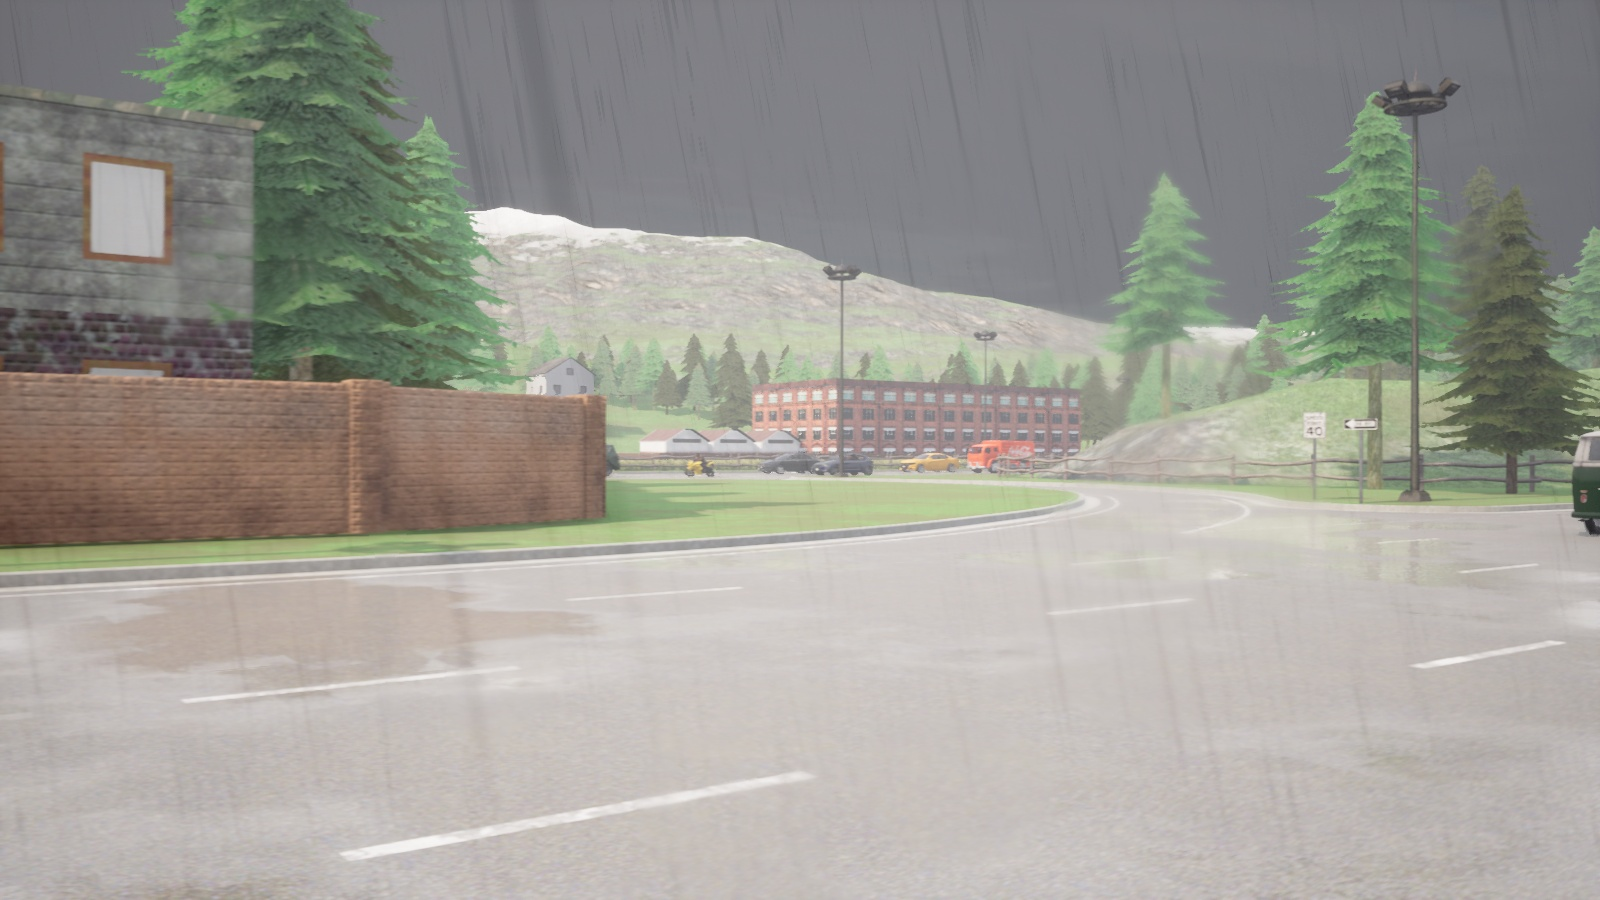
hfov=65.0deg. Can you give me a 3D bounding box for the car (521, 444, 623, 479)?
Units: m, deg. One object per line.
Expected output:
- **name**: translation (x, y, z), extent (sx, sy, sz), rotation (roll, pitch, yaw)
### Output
- **car**: translation (-13.551, 0.676, 74.823), extent (5.566, 2.045, 2.150), rotation (0, 0, -35)

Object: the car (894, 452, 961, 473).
- **car**: translation (9.680, 0.935, 95.158), extent (5.008, 1.535, 1.882), rotation (0, 0, -35)

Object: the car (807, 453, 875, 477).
- **car**: translation (2.681, 0.953, 81.800), extent (4.193, 1.474, 1.816), rotation (0, 0, -35)

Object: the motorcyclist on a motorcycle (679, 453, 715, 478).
- **motorcyclist on a motorcycle**: translation (-6.184, 0.925, 75.665), extent (2.044, 1.523, 0.797), rotation (0, 0, -35)

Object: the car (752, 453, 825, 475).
- **car**: translation (-0.776, 0.967, 87.921), extent (4.892, 1.490, 1.837), rotation (0, 0, -35)

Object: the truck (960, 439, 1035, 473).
- **truck**: translation (14.902, 0.458, 94.516), extent (5.204, 2.467, 2.627), rotation (0, 0, -35)

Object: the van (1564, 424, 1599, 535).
- **van**: translation (16.343, 0.523, 23.565), extent (4.442, 1.987, 1.775), rotation (0, 0, -35)
